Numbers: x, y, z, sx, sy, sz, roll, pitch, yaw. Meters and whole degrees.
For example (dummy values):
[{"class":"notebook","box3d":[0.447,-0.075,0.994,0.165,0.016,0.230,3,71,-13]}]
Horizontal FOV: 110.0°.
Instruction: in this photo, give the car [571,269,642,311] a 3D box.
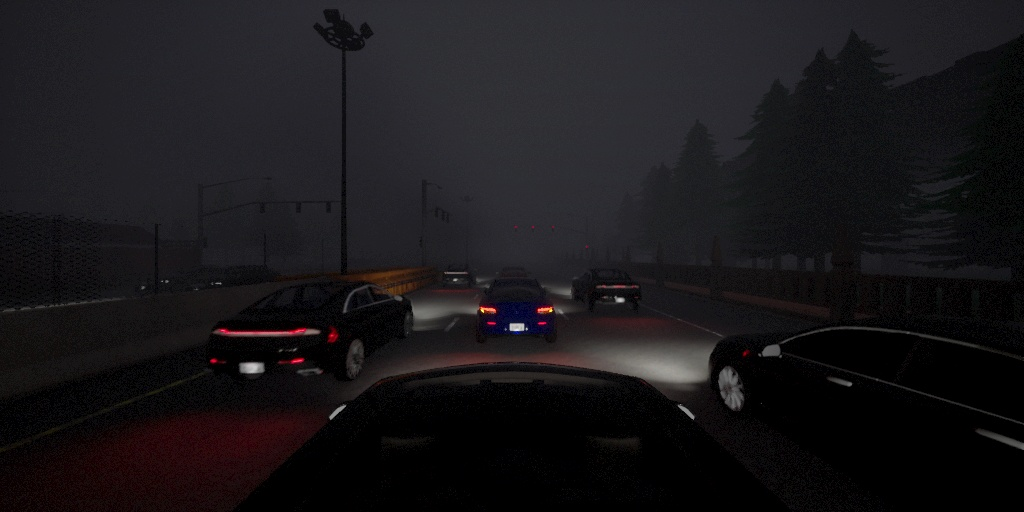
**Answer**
[{"class":"car","box3d":[3.598,1.243,14.348,2.128,1.511,4.902,0,0,0]}]

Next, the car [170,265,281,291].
[{"class":"car","box3d":[-14.081,1.241,18.429,2.128,1.511,4.902,0,0,0]}]

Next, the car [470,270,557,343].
[{"class":"car","box3d":[0.093,1.276,9.568,1.812,1.442,4.674,0,0,0]}]

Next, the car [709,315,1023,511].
[{"class":"car","box3d":[3.599,1.253,2.948,1.837,1.490,4.892,0,0,0]}]

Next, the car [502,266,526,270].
[{"class":"car","box3d":[0.097,1.276,19.464,1.812,1.442,4.674,0,0,0]}]

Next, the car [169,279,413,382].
[{"class":"car","box3d":[-3.402,1.242,7.114,2.128,1.511,4.902,0,0,0]}]

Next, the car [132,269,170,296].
[{"class":"car","box3d":[-17.565,1.242,19.520,2.128,1.511,4.902,0,0,0]}]

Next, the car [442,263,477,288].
[{"class":"car","box3d":[-3.439,1.239,23.959,2.128,1.511,4.902,0,0,-1]}]
